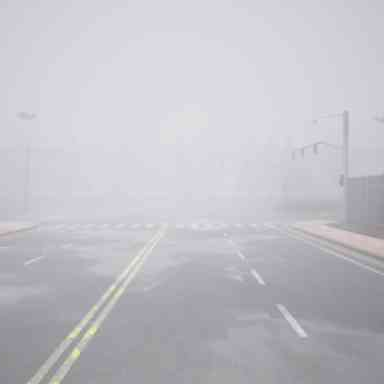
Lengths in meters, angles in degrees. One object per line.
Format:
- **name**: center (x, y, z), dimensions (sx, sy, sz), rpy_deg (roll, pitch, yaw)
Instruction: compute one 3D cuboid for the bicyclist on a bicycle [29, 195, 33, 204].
- **bicyclist on a bicycle**: center (-28.454, 1.392, 58.835), dimensions (0.582, 1.620, 1.656), rpy_deg (0, 0, -2)
